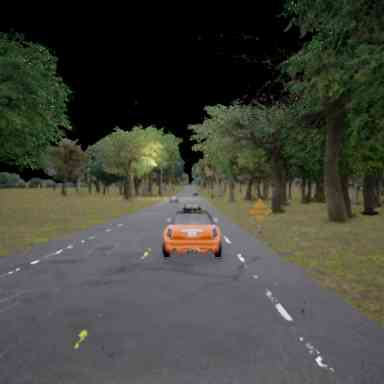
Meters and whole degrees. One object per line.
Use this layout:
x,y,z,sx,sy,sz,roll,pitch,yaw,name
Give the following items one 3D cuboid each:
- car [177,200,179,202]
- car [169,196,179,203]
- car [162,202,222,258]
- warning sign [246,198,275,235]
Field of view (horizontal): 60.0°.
0.017,1.660,28.493,2.128,1.511,4.902,0,0,0,car
-3.524,1.541,64.977,1.812,1.442,4.674,0,1,1,car
0.020,1.474,13.431,2.097,1.767,4.553,0,-1,0,car
3.551,1.265,17.378,1.300,1.860,1.060,0,0,0,warning sign
